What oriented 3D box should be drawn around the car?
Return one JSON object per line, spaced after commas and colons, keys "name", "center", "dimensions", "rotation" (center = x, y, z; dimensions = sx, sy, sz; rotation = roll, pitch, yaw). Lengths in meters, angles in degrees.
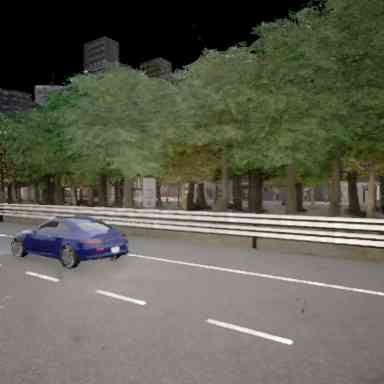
{"name": "car", "center": [-4.124, 1.535, 11.105], "dimensions": [4.674, 1.442, 1.812], "rotation": [0, 0, 35]}
